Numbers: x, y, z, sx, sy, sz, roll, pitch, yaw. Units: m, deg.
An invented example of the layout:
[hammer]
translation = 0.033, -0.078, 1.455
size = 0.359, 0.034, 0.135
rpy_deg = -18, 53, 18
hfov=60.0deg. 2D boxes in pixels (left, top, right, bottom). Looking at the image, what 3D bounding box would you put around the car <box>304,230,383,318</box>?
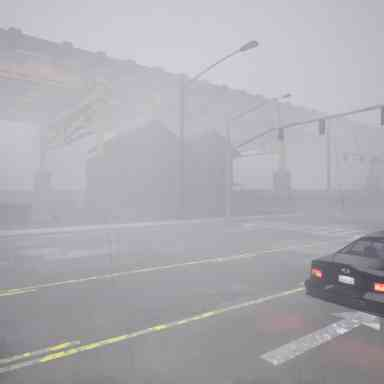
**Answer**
[car]
translation = 4.692, 1.547, 7.133
size = 5.357, 1.411, 2.033
rpy_deg = 0, 0, -35
